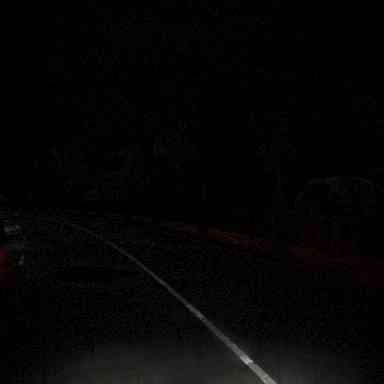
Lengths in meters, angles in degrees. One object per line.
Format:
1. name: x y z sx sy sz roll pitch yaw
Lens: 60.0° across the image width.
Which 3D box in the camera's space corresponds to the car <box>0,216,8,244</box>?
1. car: -10.486 1.744 16.744 2.128 1.511 4.902 -1 0 -28
